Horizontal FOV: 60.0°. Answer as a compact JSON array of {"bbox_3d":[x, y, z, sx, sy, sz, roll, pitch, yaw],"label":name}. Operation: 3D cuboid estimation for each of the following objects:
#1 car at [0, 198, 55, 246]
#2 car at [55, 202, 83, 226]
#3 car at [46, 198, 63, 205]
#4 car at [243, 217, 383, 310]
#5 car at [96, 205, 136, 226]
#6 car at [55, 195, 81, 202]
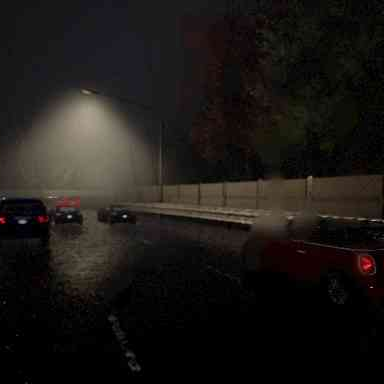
[{"bbox_3d":[-8.014,1.285,15.518,2.150,2.045,5.566,1,0,-29],"label":"car"},{"bbox_3d":[-9.486,1.678,24.557,1.994,1.385,4.181,0,0,-32],"label":"car"},{"bbox_3d":[-27.510,1.855,66.693,1.994,1.385,4.181,0,0,-7],"label":"car"},{"bbox_3d":[3.165,1.419,8.366,2.097,1.767,4.553,0,0,-23],"label":"car"},{"bbox_3d":[-5.801,1.698,25.119,1.994,1.385,4.181,0,0,-32],"label":"car"},{"bbox_3d":[-14.437,1.401,38.334,2.150,2.045,5.566,0,0,-34],"label":"car"}]
